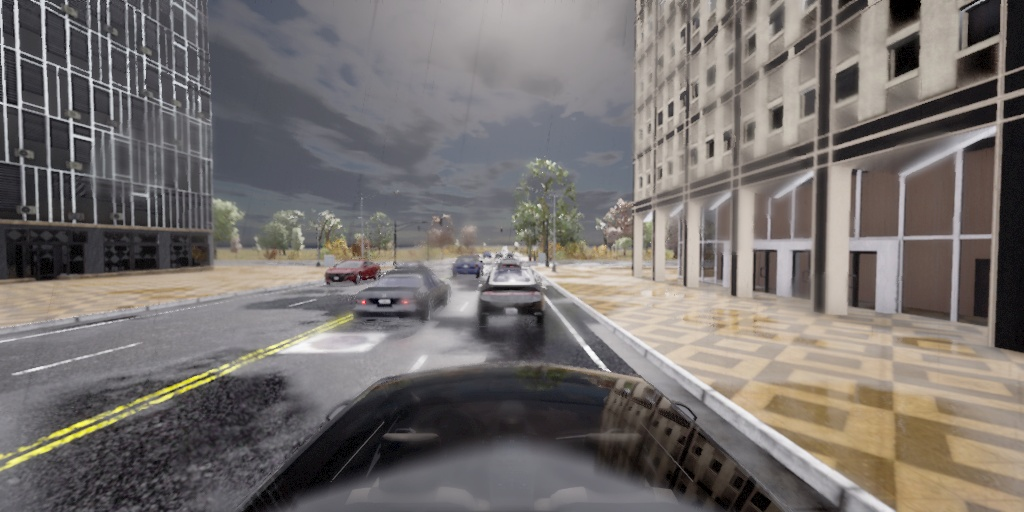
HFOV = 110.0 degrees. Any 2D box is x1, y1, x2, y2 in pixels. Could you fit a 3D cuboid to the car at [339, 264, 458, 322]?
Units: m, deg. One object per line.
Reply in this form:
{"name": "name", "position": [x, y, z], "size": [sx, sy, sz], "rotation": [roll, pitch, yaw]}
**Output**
{"name": "car", "position": [-3.269, 1.176, 11.648], "size": [2.033, 1.411, 5.357], "rotation": [0, 1, 0]}

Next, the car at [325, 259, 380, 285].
{"name": "car", "position": [-10.077, 0.962, 23.005], "size": [1.882, 1.535, 5.008], "rotation": [0, 1, -1]}

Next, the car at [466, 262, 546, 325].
{"name": "car", "position": [-0.020, 1.124, 11.324], "size": [2.128, 1.511, 4.902], "rotation": [0, 1, 0]}

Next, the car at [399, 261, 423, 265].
{"name": "car", "position": [-6.838, 1.033, 24.167], "size": [1.994, 1.385, 4.181], "rotation": [0, 1, -1]}

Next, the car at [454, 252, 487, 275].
{"name": "car", "position": [-3.457, 0.760, 28.795], "size": [2.097, 1.767, 4.553], "rotation": [0, 1, 0]}

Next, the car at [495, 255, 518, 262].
{"name": "car", "position": [-0.209, 0.909, 29.196], "size": [1.837, 1.490, 4.892], "rotation": [0, 1, -1]}
